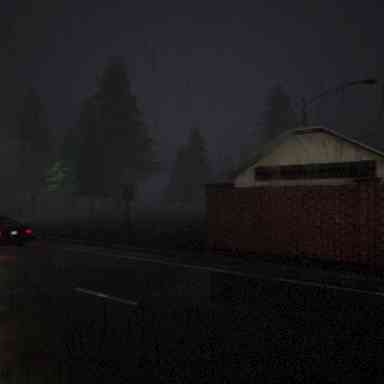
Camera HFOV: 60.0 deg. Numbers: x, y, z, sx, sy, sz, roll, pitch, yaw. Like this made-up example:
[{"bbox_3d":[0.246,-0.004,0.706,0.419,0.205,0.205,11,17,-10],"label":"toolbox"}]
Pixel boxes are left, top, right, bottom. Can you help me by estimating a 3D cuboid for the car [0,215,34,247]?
[{"bbox_3d":[-9.205,1.732,14.853,5.357,1.411,2.033,-1,0,35],"label":"car"}]
